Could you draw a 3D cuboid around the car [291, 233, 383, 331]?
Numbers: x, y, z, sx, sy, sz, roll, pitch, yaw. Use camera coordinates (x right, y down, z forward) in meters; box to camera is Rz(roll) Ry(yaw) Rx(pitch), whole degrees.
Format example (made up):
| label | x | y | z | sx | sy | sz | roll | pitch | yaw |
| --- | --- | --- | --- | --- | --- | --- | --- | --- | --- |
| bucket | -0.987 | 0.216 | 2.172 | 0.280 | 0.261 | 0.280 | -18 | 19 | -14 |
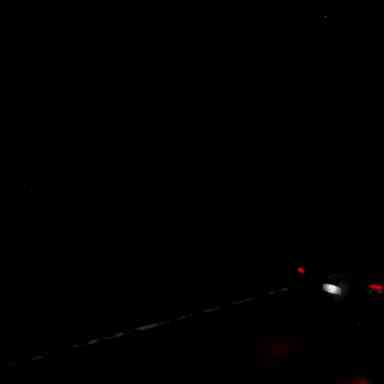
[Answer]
| label | x | y | z | sx | sy | sz | roll | pitch | yaw |
| --- | --- | --- | --- | --- | --- | --- | --- | --- | --- |
| car | 3.885 | 1.515 | 6.510 | 4.181 | 1.385 | 1.994 | -1 | 0 | -35 |
